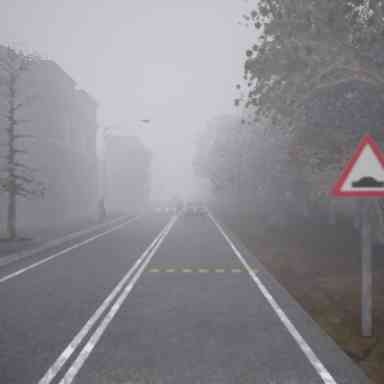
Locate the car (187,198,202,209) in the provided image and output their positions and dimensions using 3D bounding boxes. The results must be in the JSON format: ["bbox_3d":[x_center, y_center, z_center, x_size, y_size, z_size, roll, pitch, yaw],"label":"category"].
[{"bbox_3d":[0.301,1.515,45.708,1.994,1.385,4.181,0,0,0],"label":"car"}]

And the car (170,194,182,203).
[{"bbox_3d":[-3.050,1.227,63.956,2.097,1.767,4.553,0,0,0],"label":"car"}]

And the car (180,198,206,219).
[{"bbox_3d":[0.239,1.540,28.649,2.033,1.411,5.357,0,0,0],"label":"car"}]
